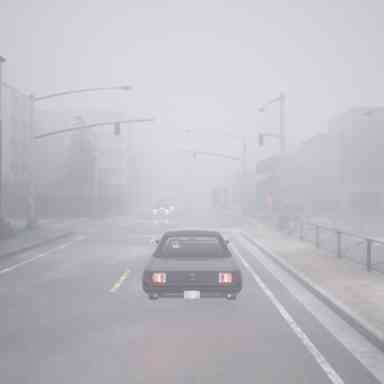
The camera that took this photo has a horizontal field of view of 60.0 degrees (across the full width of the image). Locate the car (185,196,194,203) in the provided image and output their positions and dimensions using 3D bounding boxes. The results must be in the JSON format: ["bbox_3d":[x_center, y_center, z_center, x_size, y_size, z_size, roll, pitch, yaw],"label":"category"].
[{"bbox_3d":[-0.458,1.469,66.611,2.128,1.511,4.902,0,0,0],"label":"car"}]

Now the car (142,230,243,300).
[{"bbox_3d":[0.009,1.598,8.329,1.895,1.301,4.718,0,0,0],"label":"car"}]

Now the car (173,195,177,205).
[{"bbox_3d":[-3.963,1.583,54.348,1.895,1.301,4.718,0,0,0],"label":"car"}]

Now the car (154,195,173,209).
[{"bbox_3d":[-3.903,1.490,44.337,1.837,1.490,4.892,0,0,0],"label":"car"}]
